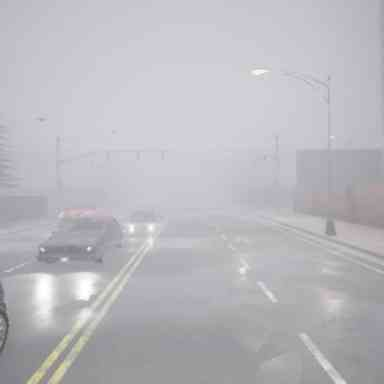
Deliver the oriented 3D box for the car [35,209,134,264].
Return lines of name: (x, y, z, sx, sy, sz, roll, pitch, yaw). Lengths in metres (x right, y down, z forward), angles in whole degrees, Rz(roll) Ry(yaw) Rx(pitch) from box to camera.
car: (-3.745, 1.581, 12.322, 2.033, 1.411, 5.357, -1, 0, -1)

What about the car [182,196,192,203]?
car: (-0.931, 1.477, 66.036, 2.033, 1.411, 5.357, -1, 0, -1)

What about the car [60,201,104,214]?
car: (-7.350, 1.418, 22.544, 2.097, 1.767, 4.553, -1, 0, 0)

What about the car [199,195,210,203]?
car: (2.568, 1.381, 66.087, 2.128, 1.511, 4.902, -1, 0, -1)

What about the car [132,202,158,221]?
car: (-3.874, 1.572, 27.661, 1.812, 1.442, 4.674, -1, 0, -1)

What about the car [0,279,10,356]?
car: (-3.614, 1.394, 2.790, 2.097, 1.767, 4.553, -1, 0, -1)
